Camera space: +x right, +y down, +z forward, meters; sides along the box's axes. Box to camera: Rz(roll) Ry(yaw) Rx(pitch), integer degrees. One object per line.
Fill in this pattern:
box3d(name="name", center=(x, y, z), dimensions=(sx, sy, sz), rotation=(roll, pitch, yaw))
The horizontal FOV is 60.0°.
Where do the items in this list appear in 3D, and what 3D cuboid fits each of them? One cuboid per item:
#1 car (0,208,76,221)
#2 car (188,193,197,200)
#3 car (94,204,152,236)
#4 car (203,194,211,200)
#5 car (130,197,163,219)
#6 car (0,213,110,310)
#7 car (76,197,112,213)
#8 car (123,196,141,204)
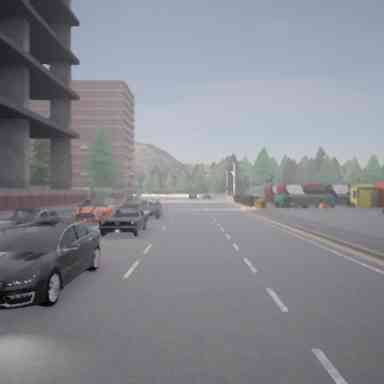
box3d(name="car", center=(-7.072, 1.455, 14.422), dimensions=(2.128, 1.511, 4.902), rotation=(0, 0, 0))
box3d(name="car", center=(0.166, 1.038, 82.715), dimensions=(2.097, 1.767, 4.553), rotation=(0, 0, 0))
box3d(name="car", center=(-3.562, 1.556, 18.119), dimensions=(1.895, 1.301, 4.718), rotation=(0, 0, 0))
box3d(name="car", center=(3.666, 1.125, 82.732), dimensions=(2.128, 1.511, 4.902), rotation=(0, 0, 0))
box3d(name="car", center=(-3.528, 1.422, 28.371), dimensions=(2.128, 1.511, 4.902), rotation=(0, 0, 0))
box3d(name="car", center=(-3.585, 1.485, 7.996), dimensions=(1.837, 1.490, 4.892), rotation=(0, 0, 0))
box3d(name="car", center=(-7.045, 1.292, 24.184), dimensions=(2.097, 1.767, 4.553), rotation=(0, 0, 0))
box3d(name="car", center=(-6.922, 1.273, 39.783), dimensions=(2.097, 1.767, 4.553), rotation=(0, 0, 0))
